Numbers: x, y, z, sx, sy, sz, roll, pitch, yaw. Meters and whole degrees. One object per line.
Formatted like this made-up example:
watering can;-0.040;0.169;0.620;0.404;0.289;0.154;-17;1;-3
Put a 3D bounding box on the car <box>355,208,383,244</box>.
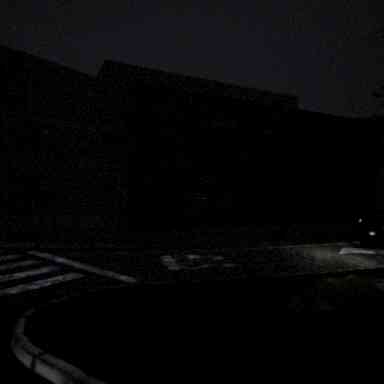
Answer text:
car;10.176;1.464;15.494;5.566;2.045;2.150;1;3;-27
